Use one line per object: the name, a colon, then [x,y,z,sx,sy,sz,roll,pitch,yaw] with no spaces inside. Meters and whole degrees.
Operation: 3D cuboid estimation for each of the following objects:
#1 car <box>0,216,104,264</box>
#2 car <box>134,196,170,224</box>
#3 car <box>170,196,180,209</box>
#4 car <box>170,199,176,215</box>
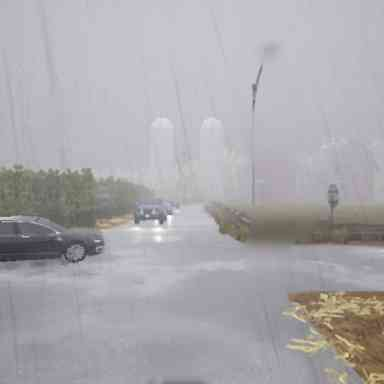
car: [-5.449,1.577,11.051,4.892,1.490,1.837,-1,1,-19]
car: [-3.225,1.429,26.840,2.150,2.045,5.566,0,-1,0]
car: [-3.156,1.693,54.933,2.150,2.045,5.566,0,0,0]
car: [-3.226,1.878,38.606,1.812,1.442,4.674,0,-1,0]
